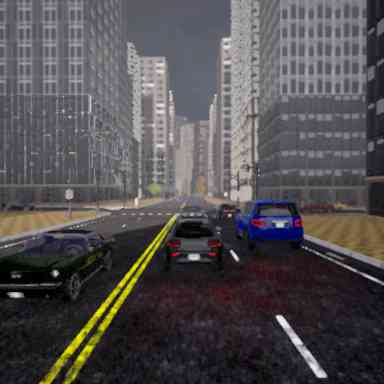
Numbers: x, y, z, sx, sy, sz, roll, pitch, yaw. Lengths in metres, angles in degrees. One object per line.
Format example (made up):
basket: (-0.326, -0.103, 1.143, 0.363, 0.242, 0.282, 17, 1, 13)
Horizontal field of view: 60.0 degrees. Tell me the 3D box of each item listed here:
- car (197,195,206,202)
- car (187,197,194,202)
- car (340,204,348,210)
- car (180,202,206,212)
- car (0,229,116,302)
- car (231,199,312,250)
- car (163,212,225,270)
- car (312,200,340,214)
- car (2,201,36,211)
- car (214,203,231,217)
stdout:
car: (2.897, 2.167, 90.567, 1.812, 1.442, 4.674, 0, 0, 0)
car: (-0.354, 2.171, 90.555, 1.812, 1.442, 4.674, 0, 0, 0)
car: (21.610, 2.104, 51.888, 4.829, 1.417, 1.752, 0, 0, 1)
car: (-0.003, 1.801, 27.845, 2.033, 1.411, 5.357, 0, -1, 0)
car: (-3.378, 1.686, 8.578, 1.895, 1.301, 4.718, 0, -1, 0)
car: (3.307, 1.361, 15.195, 2.150, 2.045, 5.566, 0, 0, 0)
car: (0.054, 1.633, 11.376, 1.812, 1.442, 4.674, 0, -1, 0)
car: (16.034, 1.909, 43.580, 5.009, 1.841, 2.192, 0, 0, 1)
car: (-22.895, 1.861, 43.956, 4.313, 1.339, 1.947, 0, 0, 1)
car: (3.233, 1.782, 31.066, 1.837, 1.490, 4.892, 0, -1, 0)
